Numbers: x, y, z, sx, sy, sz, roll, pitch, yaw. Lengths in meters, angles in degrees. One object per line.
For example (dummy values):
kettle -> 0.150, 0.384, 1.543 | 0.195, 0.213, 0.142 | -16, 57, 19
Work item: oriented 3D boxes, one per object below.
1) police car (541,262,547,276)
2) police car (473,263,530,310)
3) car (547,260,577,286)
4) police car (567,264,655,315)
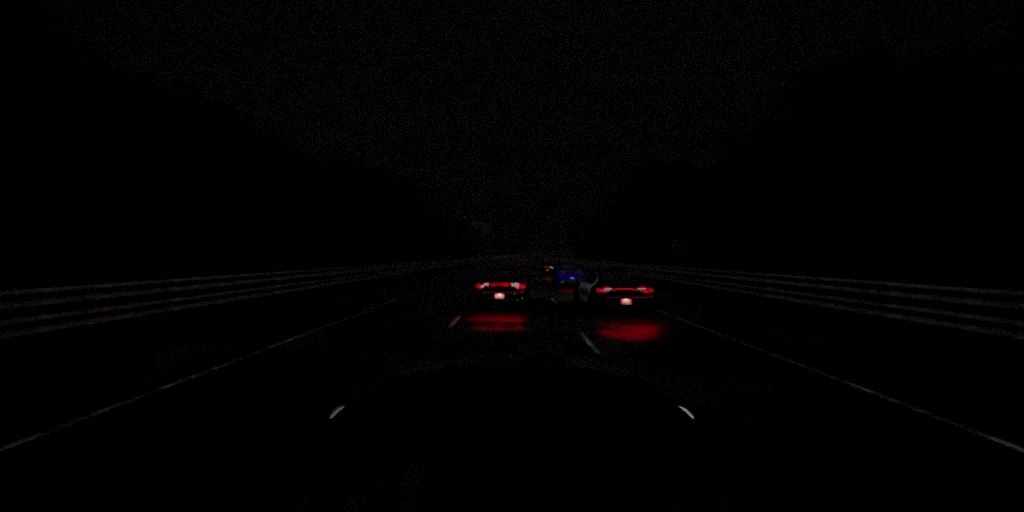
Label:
police car -> 3.984, 1.178, 35.386 | 2.038, 1.542, 4.974 | 0, 0, 2
police car -> -0.295, 1.220, 14.800 | 2.038, 1.542, 4.974 | 0, 0, 3
car -> 3.723, 1.177, 24.463 | 1.882, 1.535, 5.008 | 0, 0, 1
police car -> 3.561, 1.230, 13.539 | 2.038, 1.542, 4.974 | 0, 0, 1
